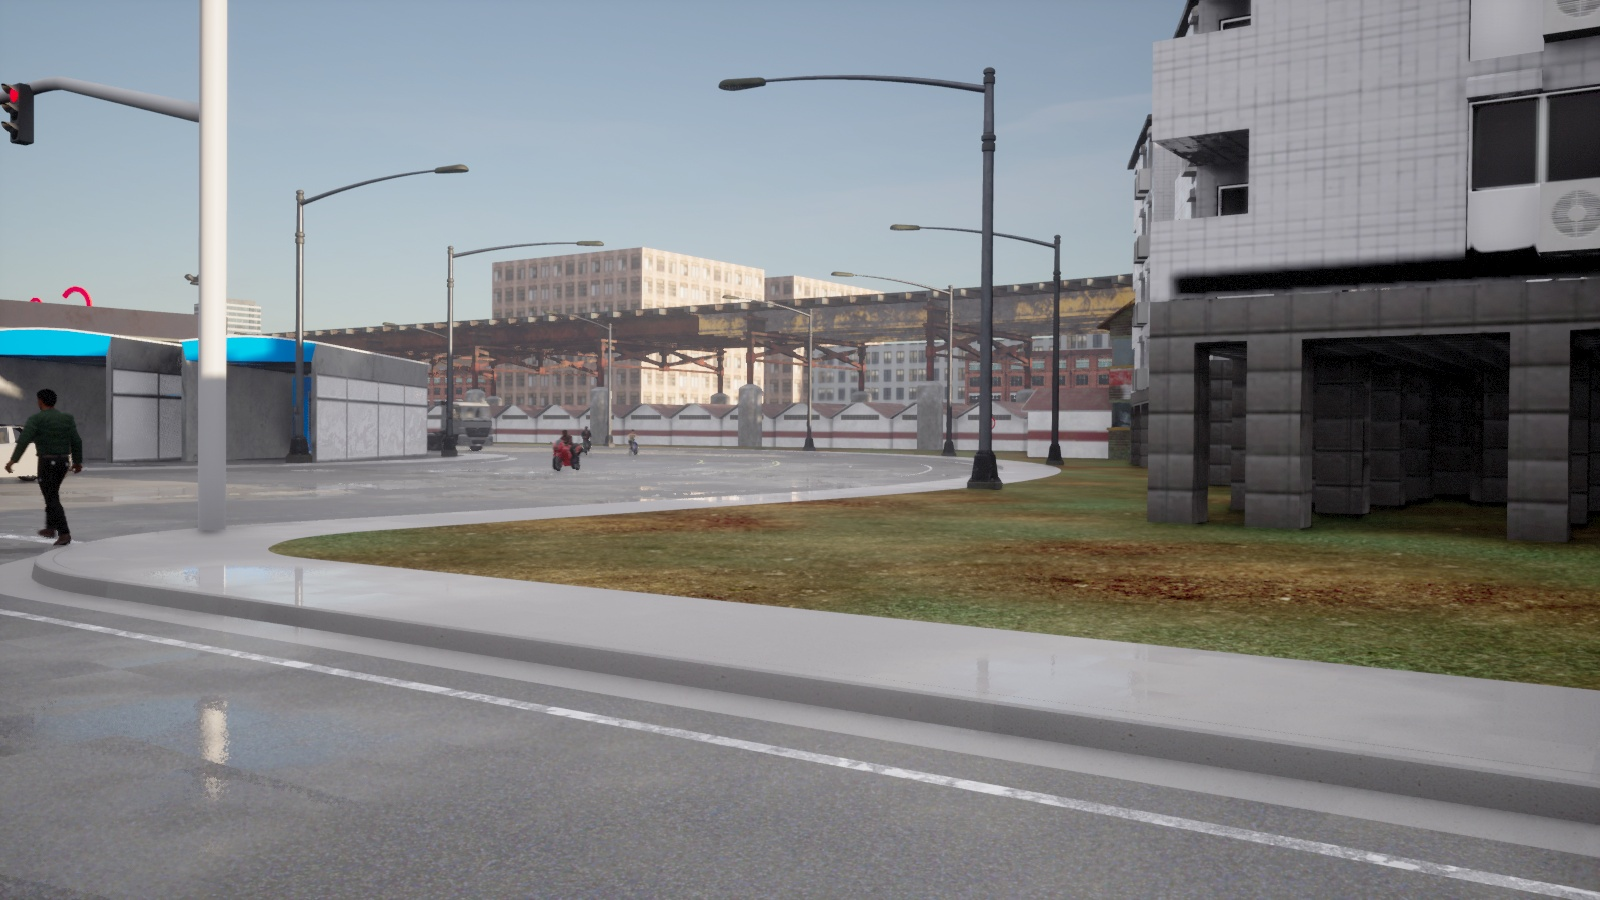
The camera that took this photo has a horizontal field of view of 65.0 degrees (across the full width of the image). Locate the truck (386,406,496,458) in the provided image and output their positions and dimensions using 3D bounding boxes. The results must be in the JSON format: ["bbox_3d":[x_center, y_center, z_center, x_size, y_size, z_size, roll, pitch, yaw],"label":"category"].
[{"bbox_3d":[-24.712,-1.205,86.336,7.936,3.462,2.891,0,1,35],"label":"truck"}]

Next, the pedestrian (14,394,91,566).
[{"bbox_3d":[-8.701,0.341,14.614,0.788,1.949,0.423,0,1,31],"label":"pedestrian"}]

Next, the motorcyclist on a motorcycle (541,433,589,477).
[{"bbox_3d":[-8.547,0.166,45.751,0.797,1.523,2.044,-1,1,18],"label":"motorcyclist on a motorcycle"}]

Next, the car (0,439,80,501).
[{"bbox_3d":[-20.440,0.500,31.538,1.845,1.501,3.633,0,1,35],"label":"car"}]
